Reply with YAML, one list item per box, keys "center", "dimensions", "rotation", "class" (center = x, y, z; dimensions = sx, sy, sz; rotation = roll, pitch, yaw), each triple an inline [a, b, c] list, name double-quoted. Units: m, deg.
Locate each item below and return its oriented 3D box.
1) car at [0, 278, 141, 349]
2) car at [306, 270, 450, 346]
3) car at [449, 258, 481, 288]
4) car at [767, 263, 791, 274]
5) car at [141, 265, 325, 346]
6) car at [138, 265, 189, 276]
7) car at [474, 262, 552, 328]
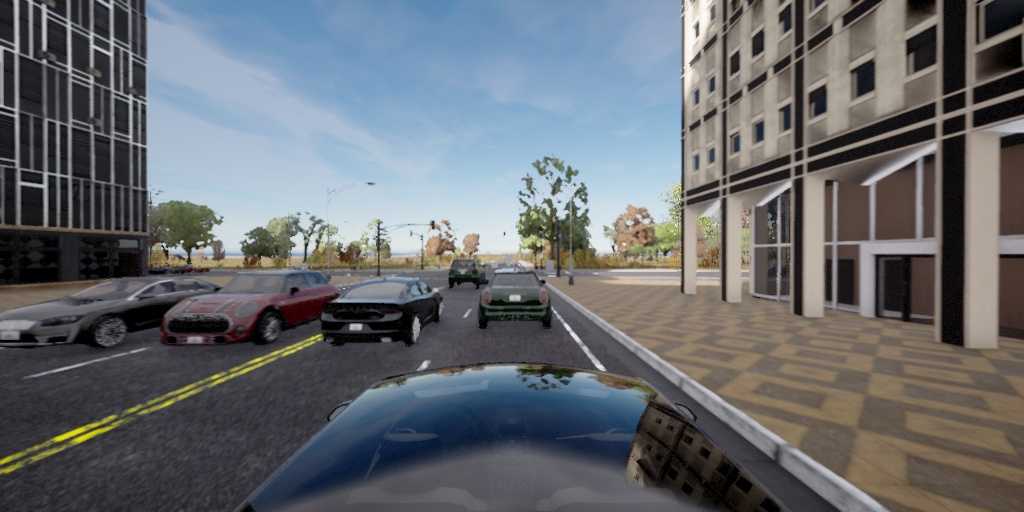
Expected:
- center: [-9.852, 1.318, 9.491]
  dimensions: [2.128, 1.511, 4.902]
  rotation: [0, -1, 0]
  class: "car"
- center: [-3.159, 1.306, 9.735]
  dimensions: [1.882, 1.535, 5.008]
  rotation: [0, 0, 0]
  class: "car"
- center: [-3.174, 1.201, 26.065]
  dimensions: [2.150, 2.045, 5.566]
  rotation: [0, -1, 1]
  class: "car"
- center: [35.484, 1.675, 47.910]
  dimensions: [4.181, 1.385, 1.994]
  rotation: [0, 0, 3]
  class: "car"
- center: [-6.602, 1.180, 9.722]
  dimensions: [2.097, 1.767, 4.553]
  rotation: [0, -1, 0]
  class: "car"
- center: [-44.079, 1.874, 45.393]
  dimensions: [4.718, 1.301, 1.895]
  rotation: [0, 0, 3]
  class: "car"
- center: [0.090, 1.201, 12.011]
  dimensions: [2.097, 1.767, 4.553]
  rotation: [0, -1, 0]
  class: "car"
